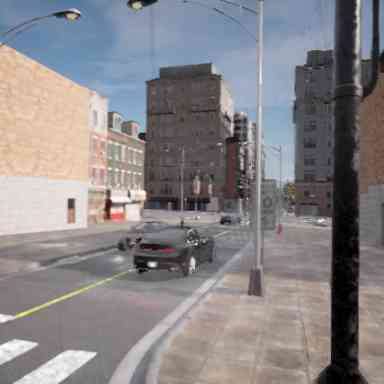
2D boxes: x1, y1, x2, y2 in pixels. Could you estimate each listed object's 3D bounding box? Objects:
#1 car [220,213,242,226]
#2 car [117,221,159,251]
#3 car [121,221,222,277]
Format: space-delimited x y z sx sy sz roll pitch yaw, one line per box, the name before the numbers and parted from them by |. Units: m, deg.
car | 4.690 3.149 39.403 2.033 1.411 5.357 1 -2 17
car | -2.035 2.170 16.639 1.994 1.385 4.181 1 -2 16
car | -0.439 1.983 12.108 1.837 1.490 4.892 0 -2 18
